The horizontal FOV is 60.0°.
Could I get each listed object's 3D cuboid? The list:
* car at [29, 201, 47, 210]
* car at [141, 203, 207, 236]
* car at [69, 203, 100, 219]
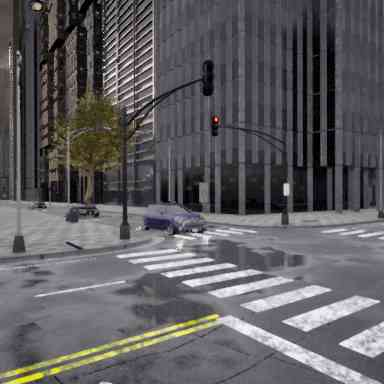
[{"bbox_3d":[-23.777,2.054,51.330,1.994,1.385,4.181,0,-1,-35],"label":"car"},{"bbox_3d":[-1.139,1.461,19.330,2.097,1.767,4.553,0,0,-36],"label":"car"},{"bbox_3d":[-10.588,1.819,32.616,1.994,1.385,4.181,0,0,-35],"label":"car"}]
